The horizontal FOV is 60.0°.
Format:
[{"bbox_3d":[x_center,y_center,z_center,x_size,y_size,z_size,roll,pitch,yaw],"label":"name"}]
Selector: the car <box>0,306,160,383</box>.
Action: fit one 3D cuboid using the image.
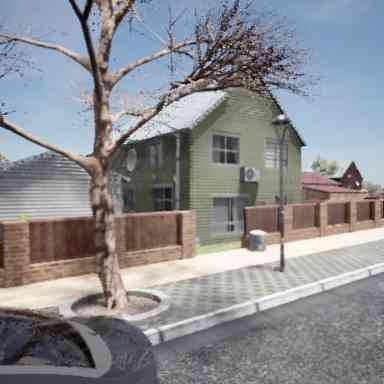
[{"bbox_3d":[-2.373,1.523,1.377,4.892,1.490,1.837,-1,1,-35],"label":"car"}]
